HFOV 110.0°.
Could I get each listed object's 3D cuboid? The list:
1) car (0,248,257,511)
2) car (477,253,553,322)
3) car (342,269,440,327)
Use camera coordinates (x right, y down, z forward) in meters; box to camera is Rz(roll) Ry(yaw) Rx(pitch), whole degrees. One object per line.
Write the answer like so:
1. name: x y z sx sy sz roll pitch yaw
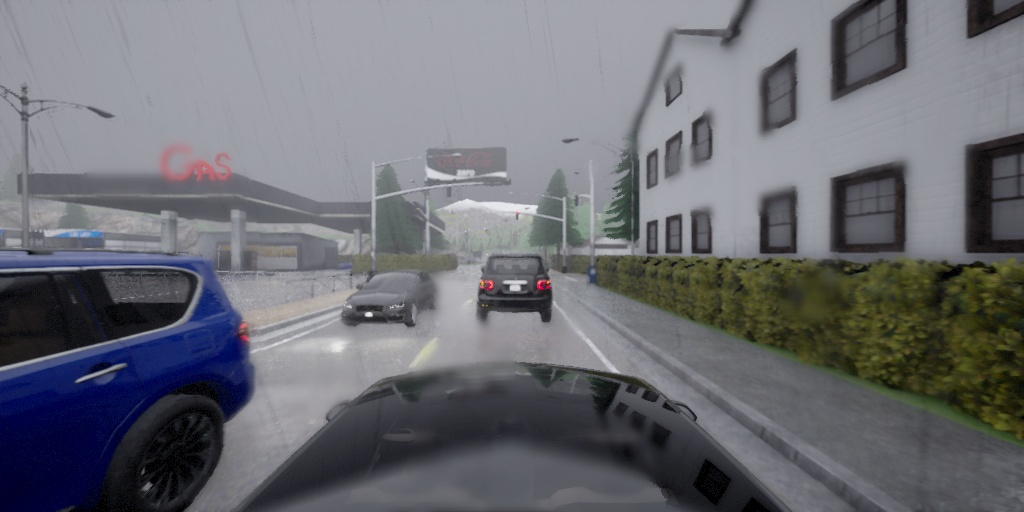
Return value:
1. car: -3.596 0.974 1.225 2.150 2.045 5.566 0 0 0
2. car: 0.100 0.916 12.096 2.150 2.045 5.566 0 0 0
3. car: -3.562 1.203 11.396 1.837 1.490 4.892 0 0 0
